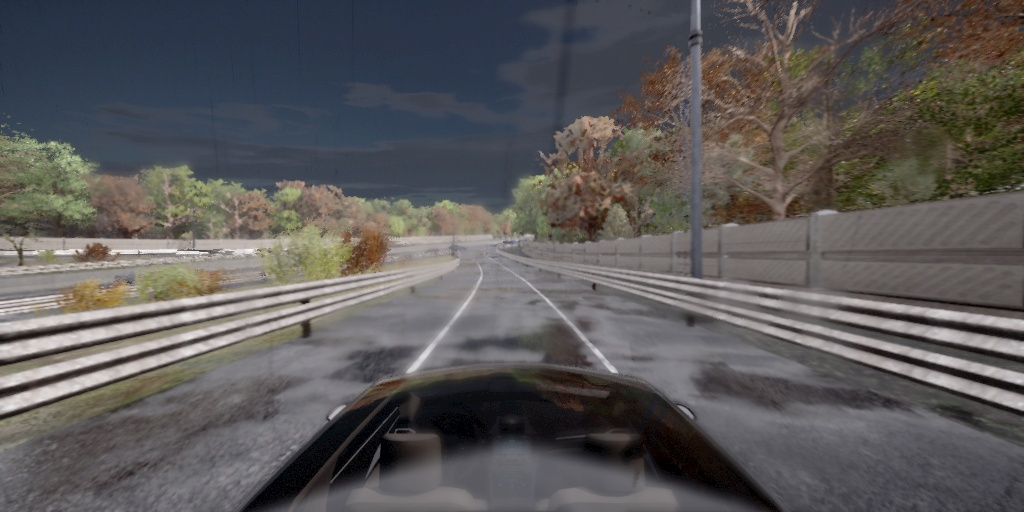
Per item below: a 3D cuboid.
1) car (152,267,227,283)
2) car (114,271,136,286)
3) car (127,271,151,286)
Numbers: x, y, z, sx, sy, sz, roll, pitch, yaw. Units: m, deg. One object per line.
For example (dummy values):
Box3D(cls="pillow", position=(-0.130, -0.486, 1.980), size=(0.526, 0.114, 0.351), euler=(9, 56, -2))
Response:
Box3D(cls="car", position=(-33.288, 2.168, 37.535), size=(2.150, 2.045, 5.566), euler=(1, 4, 15))
Box3D(cls="car", position=(-40.085, 2.339, 39.222), size=(2.128, 1.511, 4.902), euler=(1, 4, 15))
Box3D(cls="car", position=(-36.696, 2.446, 38.358), size=(2.033, 1.411, 5.357), euler=(1, 4, 15))
